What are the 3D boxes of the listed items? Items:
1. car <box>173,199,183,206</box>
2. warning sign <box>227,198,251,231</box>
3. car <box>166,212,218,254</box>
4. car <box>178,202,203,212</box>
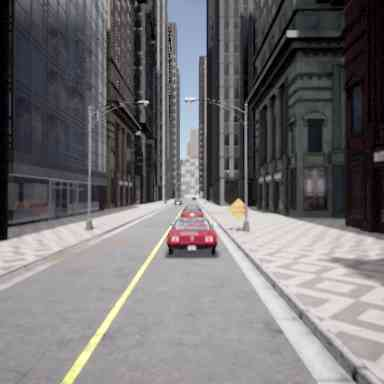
[{"bbox_3d":[-2.969,2.211,71.558,2.128,1.511,4.902,0,-1,0],"label":"car"},{"bbox_3d":[2.727,1.299,19.471,1.300,1.860,1.060,0,0,0],"label":"warning sign"},{"bbox_3d":[0.009,1.734,14.105,1.895,1.301,4.718,0,0,0],"label":"car"},{"bbox_3d":[0.018,1.840,29.287,1.994,1.385,4.181,0,-1,0],"label":"car"}]
